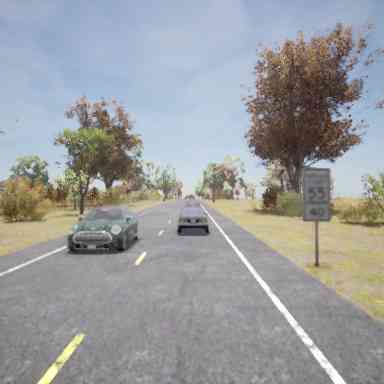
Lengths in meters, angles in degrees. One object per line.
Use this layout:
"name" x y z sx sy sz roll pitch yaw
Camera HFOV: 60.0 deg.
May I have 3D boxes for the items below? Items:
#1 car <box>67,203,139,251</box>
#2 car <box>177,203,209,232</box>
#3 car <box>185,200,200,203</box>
"car" -3.584 1.390 14.162 2.097 1.767 4.553 0 0 0
"car" 0.077 1.607 20.418 2.033 1.411 5.357 0 0 0
"car" 0.098 1.733 42.931 1.994 1.385 4.181 0 0 0
